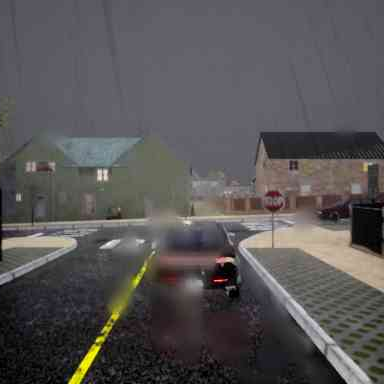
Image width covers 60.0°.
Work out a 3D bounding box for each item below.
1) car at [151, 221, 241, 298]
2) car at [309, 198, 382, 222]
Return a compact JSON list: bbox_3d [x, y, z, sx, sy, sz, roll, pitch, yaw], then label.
[{"bbox_3d":[0.134,1.492,8.537,2.128,1.511,4.902,0,0,2],"label":"car"},{"bbox_3d":[10.549,1.117,21.737,5.357,1.411,2.033,-2,0,-1],"label":"car"}]
